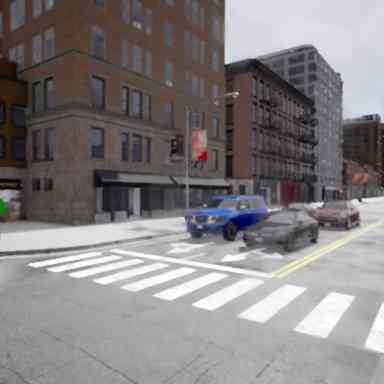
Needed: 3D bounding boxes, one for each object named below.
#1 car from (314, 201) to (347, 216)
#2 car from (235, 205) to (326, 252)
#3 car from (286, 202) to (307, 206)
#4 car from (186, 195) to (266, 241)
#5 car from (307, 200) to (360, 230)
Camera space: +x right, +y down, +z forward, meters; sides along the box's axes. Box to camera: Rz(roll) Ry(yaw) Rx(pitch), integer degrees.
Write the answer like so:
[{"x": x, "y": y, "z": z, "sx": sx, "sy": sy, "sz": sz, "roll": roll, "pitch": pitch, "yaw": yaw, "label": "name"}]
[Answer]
[{"x": 13.797, "y": 1.581, "z": 32.940, "sx": 1.895, "sy": 1.301, "sz": 4.718, "roll": 0, "pitch": 0, "yaw": 37, "label": "car"}, {"x": 3.924, "y": 1.513, "z": 14.136, "sx": 1.812, "sy": 1.442, "sz": 4.674, "roll": 0, "pitch": 0, "yaw": 38, "label": "car"}, {"x": 7.775, "y": 1.505, "z": 24.808, "sx": 1.812, "sy": 1.442, "sz": 4.674, "roll": 0, "pitch": 0, "yaw": 37, "label": "car"}, {"x": 1.991, "y": 1.201, "z": 16.987, "sx": 2.150, "sy": 2.045, "sz": 5.566, "roll": 0, "pitch": 0, "yaw": 36, "label": "car"}, {"x": 9.308, "y": 1.340, "z": 21.410, "sx": 2.097, "sy": 1.767, "sz": 4.553, "roll": 0, "pitch": 0, "yaw": 36, "label": "car"}]
